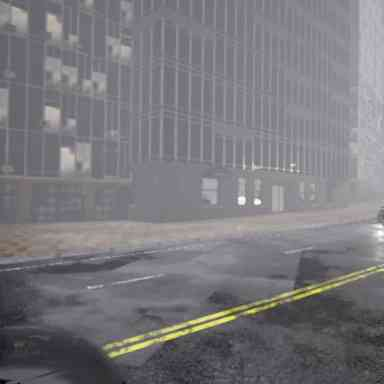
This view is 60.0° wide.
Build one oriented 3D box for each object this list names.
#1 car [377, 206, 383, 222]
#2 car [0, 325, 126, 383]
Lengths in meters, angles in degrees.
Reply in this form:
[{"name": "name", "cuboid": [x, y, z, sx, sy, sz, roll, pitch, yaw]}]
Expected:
[{"name": "car", "cuboid": [15.502, 1.474, 24.839, 4.902, 1.511, 2.128, 0, 0, -43]}, {"name": "car", "cuboid": [-2.685, 1.499, 1.593, 4.902, 1.511, 2.128, 0, 0, -35]}]
